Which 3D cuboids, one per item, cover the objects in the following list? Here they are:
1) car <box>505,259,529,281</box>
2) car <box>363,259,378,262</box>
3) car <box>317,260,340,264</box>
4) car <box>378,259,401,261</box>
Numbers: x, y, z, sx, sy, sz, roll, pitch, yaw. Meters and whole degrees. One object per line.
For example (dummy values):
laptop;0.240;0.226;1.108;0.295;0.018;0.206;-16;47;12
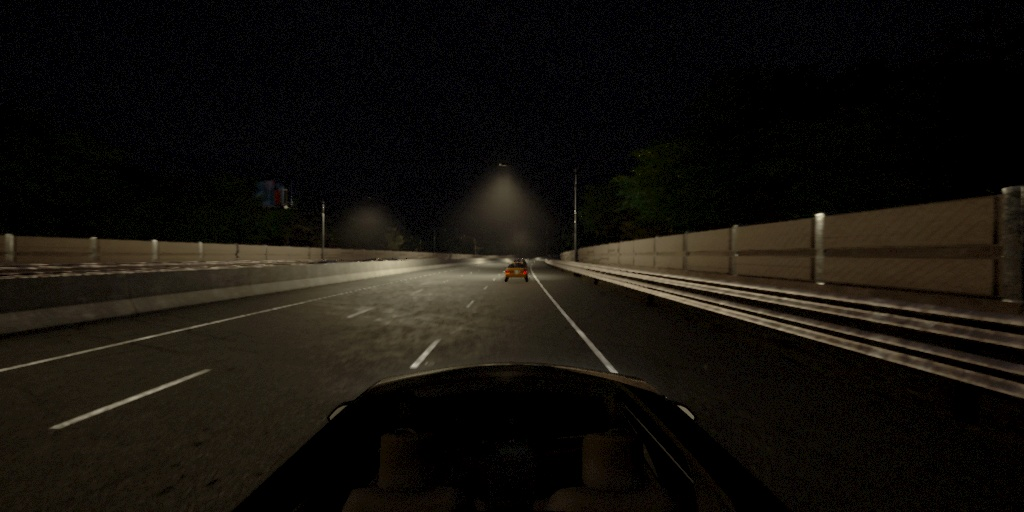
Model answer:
car;0.383;1.140;28.938;1.801;1.575;5.366;0;0;1
car;-20.059;1.131;51.370;1.837;1.490;4.892;0;0;3
car;-23.766;1.168;46.404;1.994;1.385;4.181;0;0;2
car;-16.605;1.162;50.332;1.812;1.442;4.674;0;0;3
